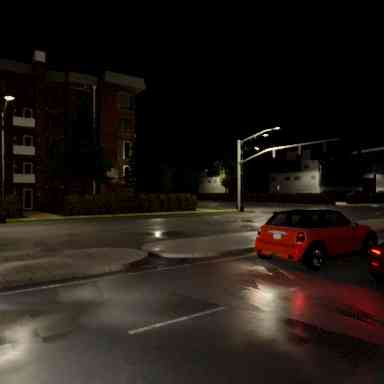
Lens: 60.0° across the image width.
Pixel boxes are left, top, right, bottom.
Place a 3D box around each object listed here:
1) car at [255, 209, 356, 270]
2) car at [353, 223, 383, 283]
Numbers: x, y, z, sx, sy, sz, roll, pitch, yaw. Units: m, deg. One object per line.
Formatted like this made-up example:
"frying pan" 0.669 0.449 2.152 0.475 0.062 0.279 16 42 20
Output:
"car" 4.290 1.351 11.216 4.553 1.767 2.097 0 0 -35
"car" 6.275 1.525 8.340 4.674 1.442 1.812 0 0 -34
